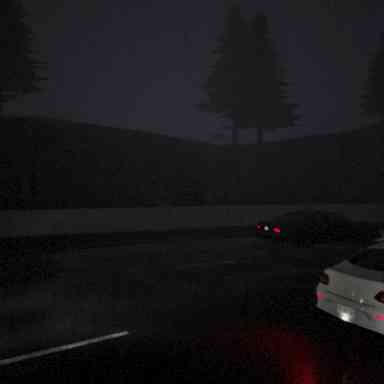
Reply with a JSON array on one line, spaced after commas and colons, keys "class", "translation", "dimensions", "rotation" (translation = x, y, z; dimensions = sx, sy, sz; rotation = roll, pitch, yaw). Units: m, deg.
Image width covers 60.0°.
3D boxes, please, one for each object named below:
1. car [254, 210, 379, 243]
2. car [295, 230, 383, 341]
[{"class": "car", "translation": [5.295, 1.490, 13.987], "dimensions": [5.357, 1.411, 2.033], "rotation": [0, 0, -20]}, {"class": "car", "translation": [4.231, 1.507, 5.694], "dimensions": [4.674, 1.442, 1.812], "rotation": [0, 0, -26]}]
